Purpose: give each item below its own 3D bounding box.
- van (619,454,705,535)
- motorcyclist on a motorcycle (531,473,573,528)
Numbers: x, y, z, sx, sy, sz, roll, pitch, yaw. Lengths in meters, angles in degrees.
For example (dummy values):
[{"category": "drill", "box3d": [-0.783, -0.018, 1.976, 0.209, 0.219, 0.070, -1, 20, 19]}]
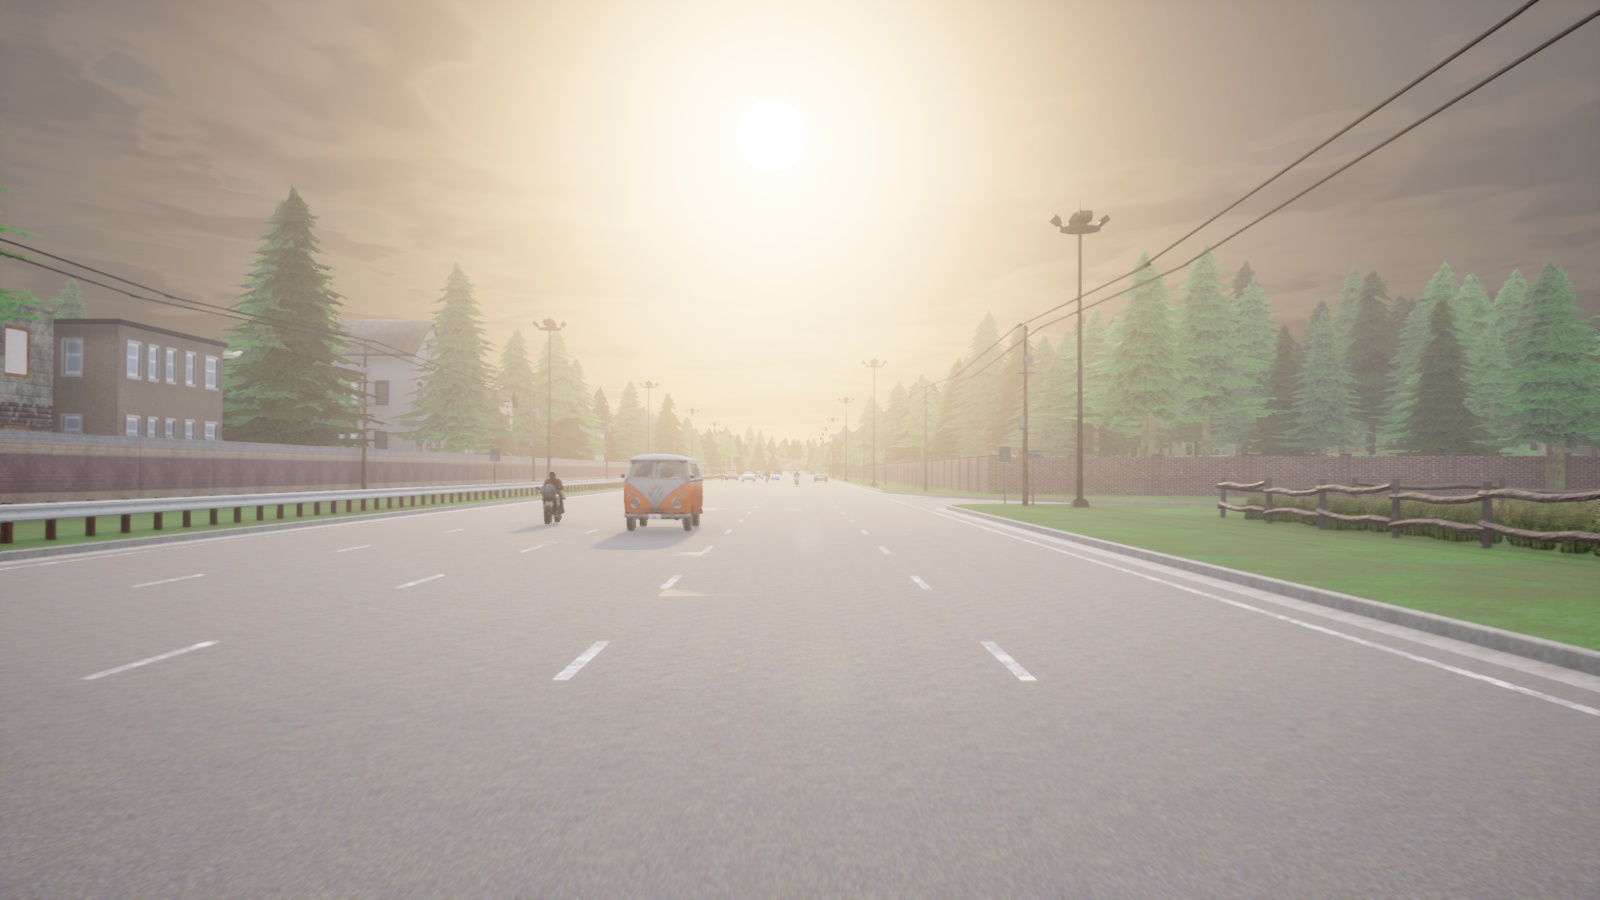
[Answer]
[{"category": "van", "box3d": [-3.581, 1.138, 33.266, 1.775, 1.987, 4.442, 0, -1, 0]}, {"category": "motorcyclist on a motorcycle", "box3d": [-7.086, 1.427, 35.992, 0.797, 1.523, 2.044, 0, -1, 0]}]
